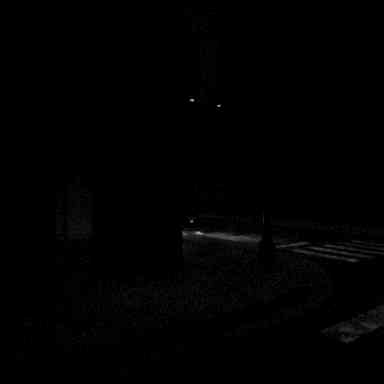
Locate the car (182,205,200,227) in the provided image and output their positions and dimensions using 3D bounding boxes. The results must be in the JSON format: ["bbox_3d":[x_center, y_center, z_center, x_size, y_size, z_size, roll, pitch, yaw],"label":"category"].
[{"bbox_3d":[-1.441,1.399,21.098,2.128,1.511,4.902,0,0,-36],"label":"car"}]
